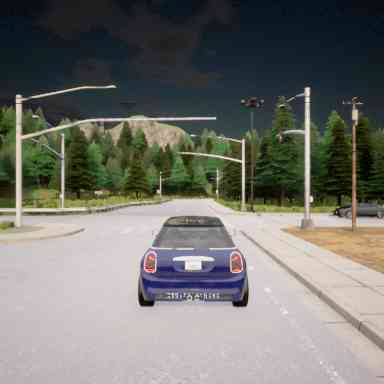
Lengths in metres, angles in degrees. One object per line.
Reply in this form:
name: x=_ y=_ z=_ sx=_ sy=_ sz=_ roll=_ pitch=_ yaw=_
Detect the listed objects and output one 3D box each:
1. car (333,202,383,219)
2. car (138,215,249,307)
car: x=14.515 y=1.591 z=28.770 sx=4.181 sy=1.385 sz=1.994 roll=0 pitch=0 yaw=1
car: x=0.042 y=1.349 z=8.150 sx=2.097 sy=1.767 sz=4.553 roll=0 pitch=0 yaw=0
